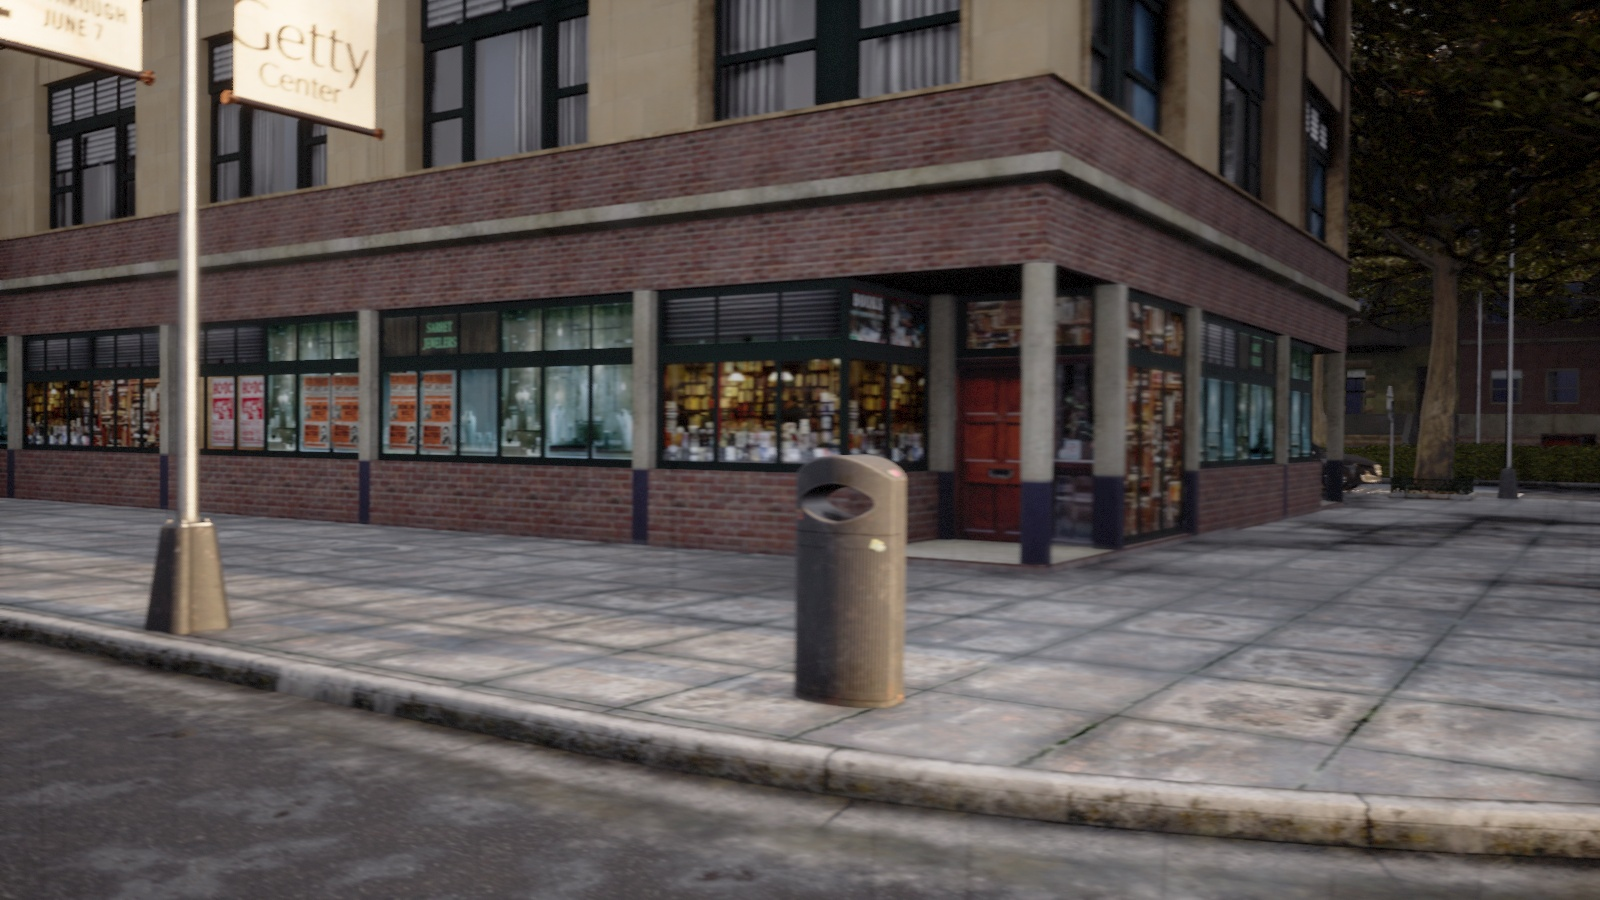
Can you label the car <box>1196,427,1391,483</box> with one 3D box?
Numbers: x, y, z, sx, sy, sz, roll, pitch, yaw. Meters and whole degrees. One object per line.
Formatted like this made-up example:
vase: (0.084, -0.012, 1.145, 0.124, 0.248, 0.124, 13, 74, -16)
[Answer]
car: (13.991, 0.122, 35.710, 4.892, 1.490, 1.837, 0, 1, 34)
